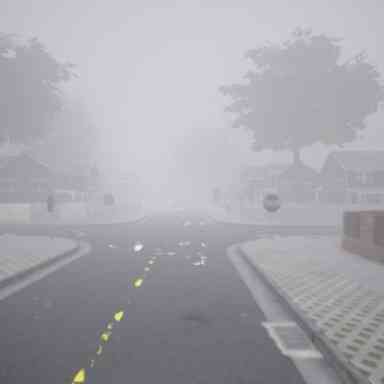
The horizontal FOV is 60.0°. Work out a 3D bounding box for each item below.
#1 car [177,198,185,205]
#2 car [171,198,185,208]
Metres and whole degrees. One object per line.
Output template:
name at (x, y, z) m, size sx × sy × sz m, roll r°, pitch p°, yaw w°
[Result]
car at (-2.754, 2.392, 85.768) m, size 1.882 × 1.535 × 5.008 m, roll 0°, pitch -1°, yaw 0°
car at (-2.753, 2.245, 61.298) m, size 1.994 × 1.385 × 4.181 m, roll 0°, pitch 0°, yaw 0°
